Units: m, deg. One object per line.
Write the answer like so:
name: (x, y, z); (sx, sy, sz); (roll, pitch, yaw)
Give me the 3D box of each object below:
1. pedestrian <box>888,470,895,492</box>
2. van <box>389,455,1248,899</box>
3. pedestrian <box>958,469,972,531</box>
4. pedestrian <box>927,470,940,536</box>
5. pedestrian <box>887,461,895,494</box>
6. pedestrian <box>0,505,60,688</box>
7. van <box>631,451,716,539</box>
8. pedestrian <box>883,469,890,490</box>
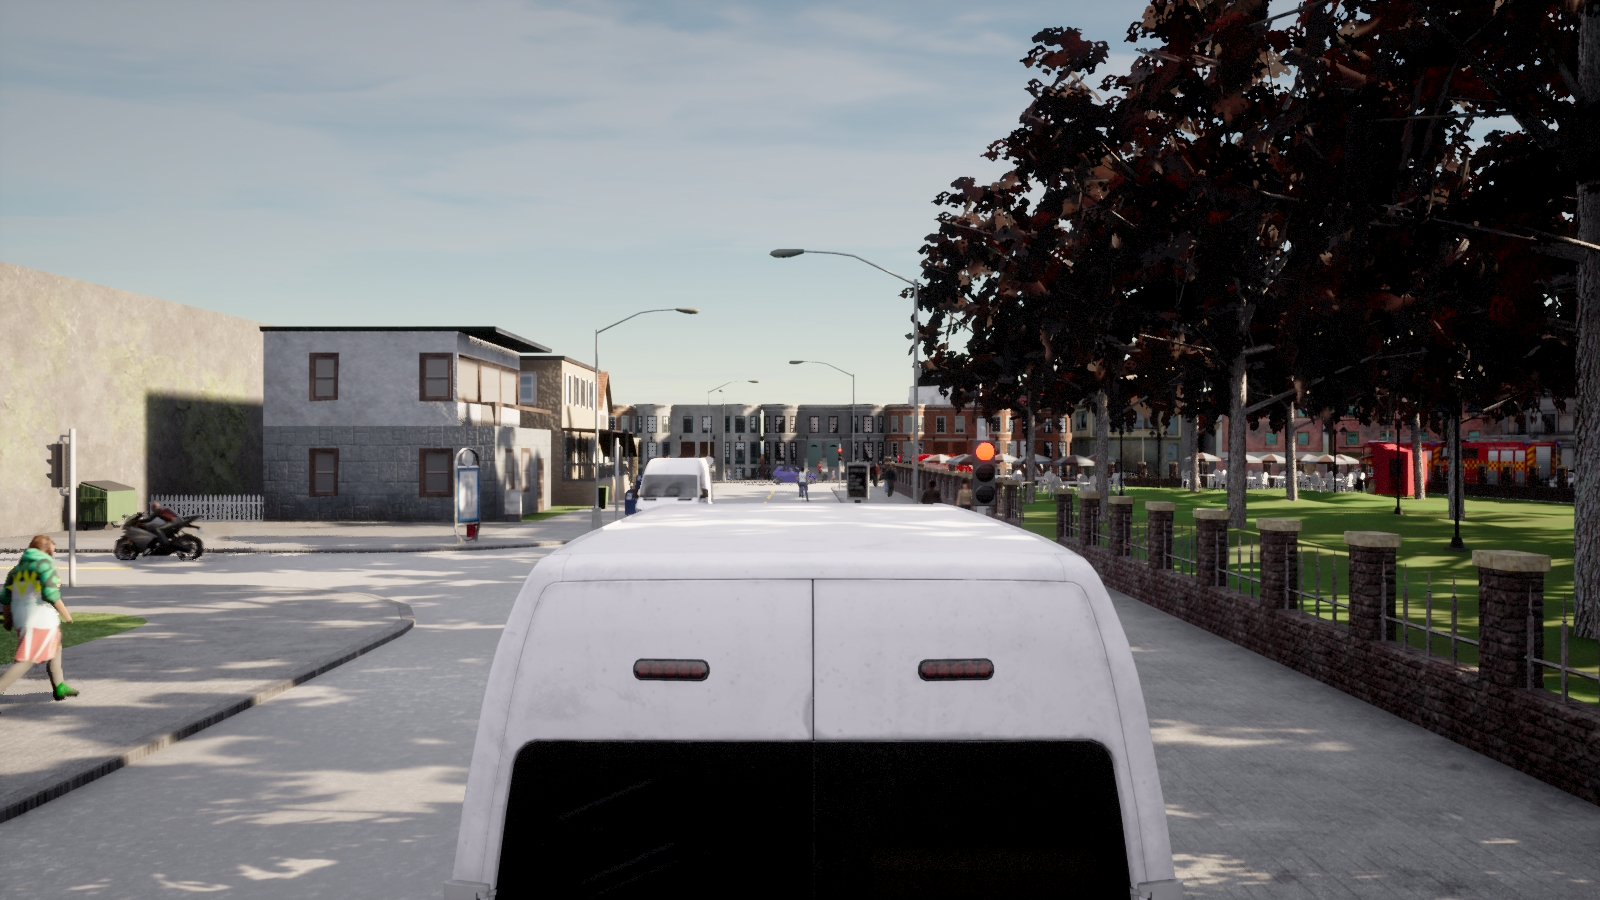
pedestrian: (5.377, 1.804, 67.435); (0.375, 1.300, 0.375); (0, 0, -1)
van: (0.036, 1.314, 5.605); (1.988, 2.561, 5.915); (0, 0, 0)
pedestrian: (5.023, 1.525, 34.752); (0.375, 1.860, 0.375); (0, 0, -1)
pedestrian: (3.867, 1.525, 32.994); (0.375, 1.860, 0.375); (0, 0, 7)
pedestrian: (5.096, 1.525, 64.313); (0.375, 1.860, 0.375); (0, 0, -8)
pedestrian: (-8.063, 1.516, 11.963); (0.375, 1.860, 0.375); (0, 0, 23)
van: (-3.936, 1.314, 36.477); (1.988, 2.561, 5.915); (0, 0, 1)
pedestrian: (5.286, 1.805, 69.916); (0.375, 1.300, 0.375); (0, 0, 2)
